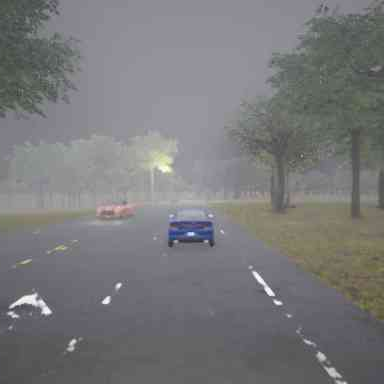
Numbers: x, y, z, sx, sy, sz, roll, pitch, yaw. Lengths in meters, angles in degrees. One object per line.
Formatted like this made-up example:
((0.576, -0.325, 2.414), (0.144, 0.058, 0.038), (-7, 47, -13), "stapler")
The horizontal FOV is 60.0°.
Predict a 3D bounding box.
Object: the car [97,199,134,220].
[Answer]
((-6.569, 1.396, 28.828), (2.097, 1.767, 4.553), (0, 0, 5), "car")

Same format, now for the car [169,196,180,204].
((-3.709, 1.713, 71.358), (1.837, 1.490, 4.892), (0, 0, 0), "car")

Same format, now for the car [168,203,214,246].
((-0.041, 1.477, 15.304), (1.882, 1.535, 5.008), (0, 0, 0), "car")
